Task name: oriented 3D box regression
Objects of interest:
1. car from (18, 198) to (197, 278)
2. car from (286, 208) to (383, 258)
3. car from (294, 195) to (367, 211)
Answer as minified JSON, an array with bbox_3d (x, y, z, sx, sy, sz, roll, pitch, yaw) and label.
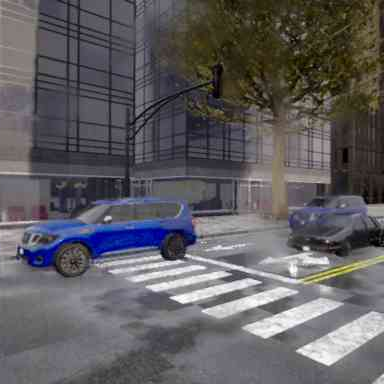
[{"bbox_3d":[-2.372,1.230,10.576,5.566,2.045,2.150,0,0,-39],"label":"car"},{"bbox_3d":[5.988,1.549,13.098,5.357,1.411,2.033,0,0,-39],"label":"car"},{"bbox_3d":[7.837,1.221,18.739,5.566,2.045,2.150,0,0,-39],"label":"car"}]
